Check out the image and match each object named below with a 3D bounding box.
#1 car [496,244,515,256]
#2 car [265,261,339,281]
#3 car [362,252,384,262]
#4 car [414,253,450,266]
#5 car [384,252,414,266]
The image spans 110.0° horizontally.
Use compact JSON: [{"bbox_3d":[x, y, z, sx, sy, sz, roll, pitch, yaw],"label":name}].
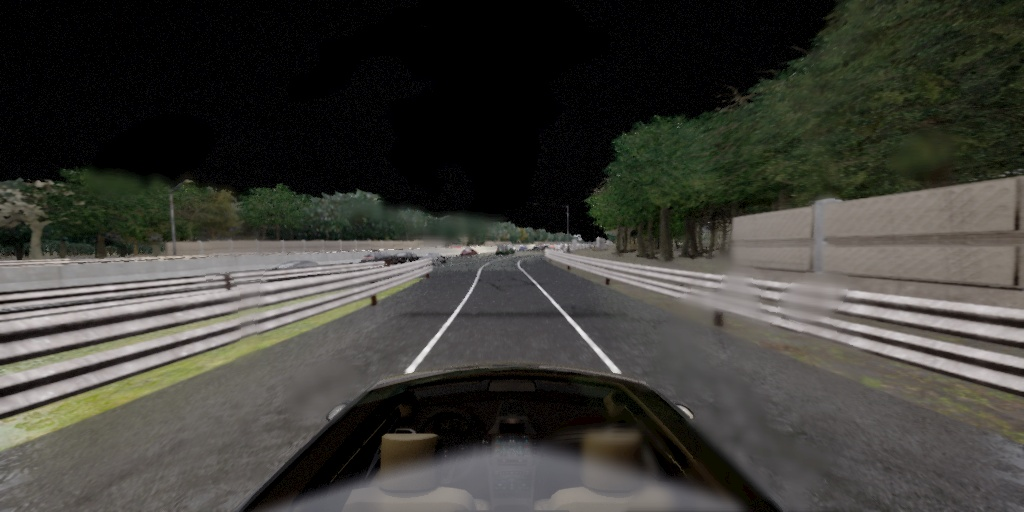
[{"bbox_3d":[-1.202,-1.005,64.614,2.150,2.045,5.566,0,2,17],"label":"car"},{"bbox_3d":[-13.511,1.013,23.334,1.812,1.442,4.674,0,2,17],"label":"car"},{"bbox_3d":[-15.298,0.283,41.843,2.128,1.511,4.902,0,2,17],"label":"car"},{"bbox_3d":[-8.590,0.359,39.840,1.994,1.385,4.181,0,2,17],"label":"car"},{"bbox_3d":[-11.942,0.271,40.847,1.882,1.535,5.008,0,2,17],"label":"car"}]
